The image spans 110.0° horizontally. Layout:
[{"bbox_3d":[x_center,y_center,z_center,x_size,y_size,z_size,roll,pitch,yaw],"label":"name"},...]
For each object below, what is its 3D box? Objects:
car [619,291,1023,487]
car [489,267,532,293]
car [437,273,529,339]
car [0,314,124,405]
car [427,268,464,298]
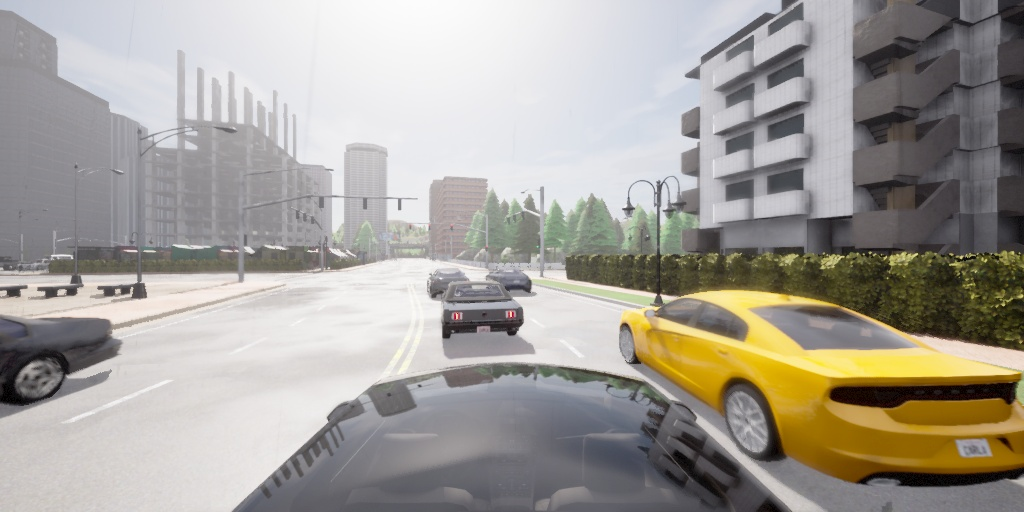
[{"bbox_3d":[3.151,1.228,5.058,1.882,1.535,5.008,0,0,-4],"label":"car"},{"bbox_3d":[-0.316,1.313,20.689,1.994,1.385,4.181,0,0,-16],"label":"car"},{"bbox_3d":[-1.080,1.351,10.175,1.895,1.301,4.718,0,0,-12],"label":"car"},{"bbox_3d":[-7.223,1.297,3.498,2.033,1.411,5.357,0,0,-5],"label":"car"},{"bbox_3d":[-3.327,1.314,18.642,1.994,1.385,4.181,0,0,-16],"label":"car"}]
